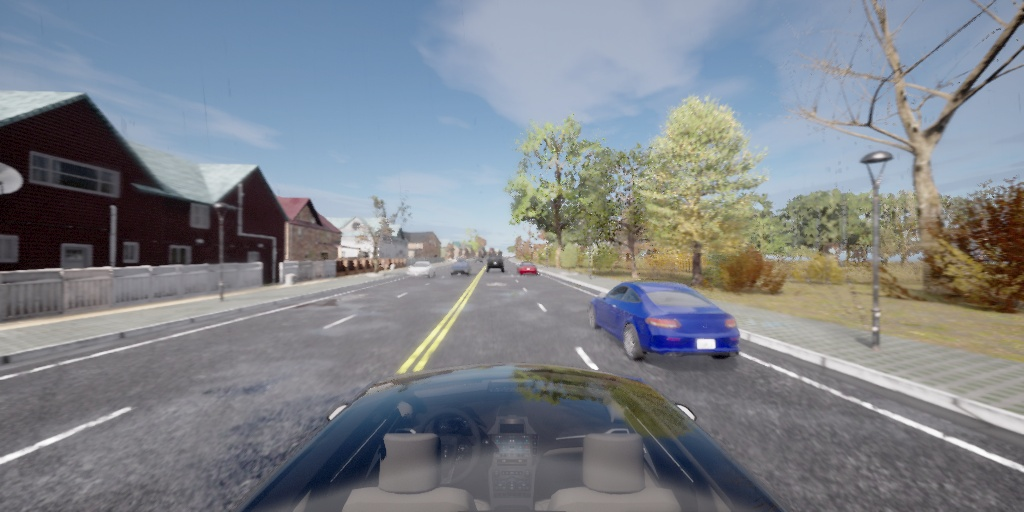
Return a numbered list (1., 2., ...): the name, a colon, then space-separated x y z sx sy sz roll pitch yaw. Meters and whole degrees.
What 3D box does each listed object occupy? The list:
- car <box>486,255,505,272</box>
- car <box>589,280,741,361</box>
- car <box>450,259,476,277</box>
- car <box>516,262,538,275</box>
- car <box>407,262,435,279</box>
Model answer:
1. car: -2.058 0.937 44.628 2.150 2.045 5.566 0 0 -2
2. car: 3.110 1.277 8.193 1.812 1.442 4.674 0 0 -2
3. car: -4.919 1.267 35.174 2.033 1.411 5.357 0 0 -3
4. car: 1.587 1.292 38.648 1.994 1.385 4.181 0 0 -3
5. car: -8.007 1.243 31.994 1.812 1.442 4.674 0 0 -3
